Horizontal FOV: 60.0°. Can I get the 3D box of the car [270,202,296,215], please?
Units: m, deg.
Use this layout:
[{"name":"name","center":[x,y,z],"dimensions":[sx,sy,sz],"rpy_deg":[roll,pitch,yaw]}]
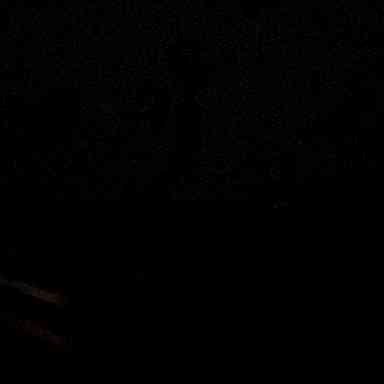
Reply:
[{"name":"car","center":[11.287,2.025,41.152],"dimensions":[1.882,1.535,5.008],"rpy_deg":[0,-1,35]}]
